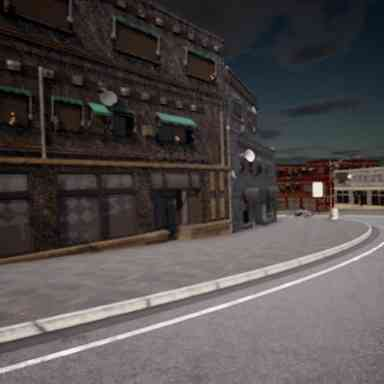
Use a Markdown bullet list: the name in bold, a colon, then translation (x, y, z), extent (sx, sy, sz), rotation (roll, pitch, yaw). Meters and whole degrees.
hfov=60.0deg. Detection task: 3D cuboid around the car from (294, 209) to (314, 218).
- **car**: translation (20.479, 3.987, 61.202), extent (1.837, 1.490, 4.892), rotation (-2, -4, -10)
